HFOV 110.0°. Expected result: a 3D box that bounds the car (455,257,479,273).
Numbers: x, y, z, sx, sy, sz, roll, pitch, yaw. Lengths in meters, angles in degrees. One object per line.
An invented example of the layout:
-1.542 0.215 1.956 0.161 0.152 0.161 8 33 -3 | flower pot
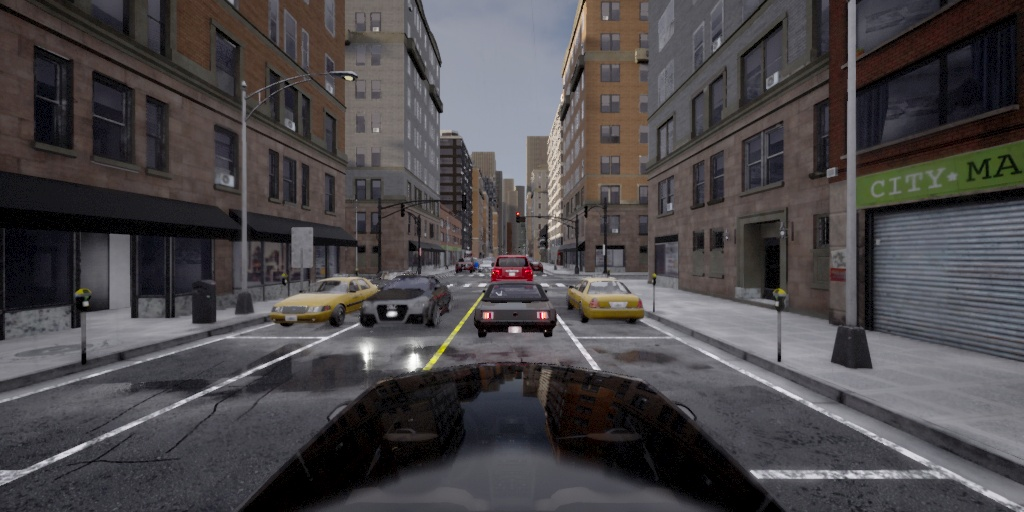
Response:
-5.656 1.077 44.079 2.192 1.841 5.009 0 0 0 | car

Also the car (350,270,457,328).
-3.122 1.315 11.302 1.994 1.385 4.181 0 0 0 | car

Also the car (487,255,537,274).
0.006 0.974 19.957 2.150 2.045 5.566 0 0 0 | car

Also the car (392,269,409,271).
-5.664 1.302 17.305 2.007 1.370 4.403 0 0 0 | car

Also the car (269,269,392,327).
-5.666 1.276 11.610 1.751 1.417 4.829 0 0 0 | car

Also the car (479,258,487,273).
-3.086 1.288 44.681 1.812 1.442 4.674 0 0 0 | car

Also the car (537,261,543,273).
2.869 1.307 44.076 1.888 1.381 4.507 0 0 0 | car

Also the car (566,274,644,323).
2.860 1.276 11.947 1.751 1.417 4.829 0 0 0 | car

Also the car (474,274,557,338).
0.084 1.351 10.187 1.895 1.301 4.718 0 0 0 | car
